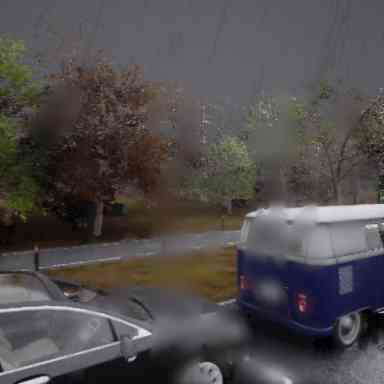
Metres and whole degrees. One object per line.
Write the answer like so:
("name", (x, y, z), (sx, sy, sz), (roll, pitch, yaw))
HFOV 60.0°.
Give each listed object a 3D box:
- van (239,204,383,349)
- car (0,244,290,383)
("van", (2.993, 1.245, 6.178), (4.442, 1.987, 1.878), (0, 0, -33))
("car", (-1.642, 1.480, 2.887), (4.892, 1.521, 2.231), (-2, 1, -37))
